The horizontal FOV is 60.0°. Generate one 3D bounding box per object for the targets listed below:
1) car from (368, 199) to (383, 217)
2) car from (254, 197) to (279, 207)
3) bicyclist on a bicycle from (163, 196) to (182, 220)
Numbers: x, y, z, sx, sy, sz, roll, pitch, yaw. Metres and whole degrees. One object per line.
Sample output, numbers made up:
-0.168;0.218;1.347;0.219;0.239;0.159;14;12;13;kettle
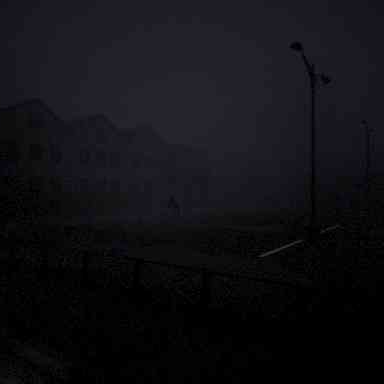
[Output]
15.468;1.303;26.779;2.007;1.523;4.514;0;0;35;car
10.462;1.386;46.649;2.033;1.411;5.357;0;0;32;car
-1.350;1.133;23.010;1.656;1.620;0.582;0;0;35;bicyclist on a bicycle
